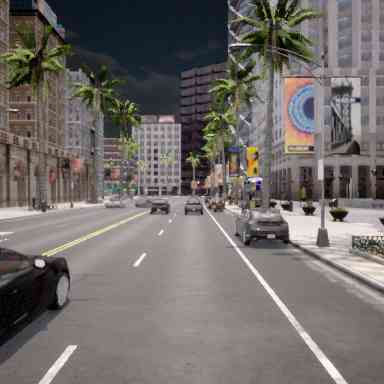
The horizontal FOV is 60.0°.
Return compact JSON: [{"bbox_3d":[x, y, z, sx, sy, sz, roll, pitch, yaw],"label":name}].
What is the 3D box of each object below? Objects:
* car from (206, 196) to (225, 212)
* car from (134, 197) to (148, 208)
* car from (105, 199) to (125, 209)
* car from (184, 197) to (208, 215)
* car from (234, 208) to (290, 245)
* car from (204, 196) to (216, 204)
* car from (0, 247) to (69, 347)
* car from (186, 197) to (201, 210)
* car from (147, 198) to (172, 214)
[{"bbox_3d":[3.214,1.354,44.880,2.185,1.767,4.553,0,0,0],"label":"car"},{"bbox_3d":[-6.959,1.505,47.245,1.837,1.490,4.892,0,0,0],"label":"car"},{"bbox_3d":[-10.472,1.601,45.412,1.895,1.301,4.718,0,0,0],"label":"car"},{"bbox_3d":[0.189,1.491,34.247,2.128,1.511,4.902,0,0,0],"label":"car"},{"bbox_3d":[3.128,1.481,15.505,2.231,1.521,4.892,0,0,0],"label":"car"},{"bbox_3d":[3.578,1.513,66.809,2.161,1.482,4.786,0,0,0],"label":"car"},{"bbox_3d":[-3.399,1.478,4.730,1.882,1.535,5.008,0,0,0],"label":"car"},{"bbox_3d":[0.221,1.505,44.504,1.837,1.490,4.892,0,0,0],"label":"car"},{"bbox_3d":[-3.308,1.504,35.559,1.837,1.490,4.892,0,0,0],"label":"car"}]
